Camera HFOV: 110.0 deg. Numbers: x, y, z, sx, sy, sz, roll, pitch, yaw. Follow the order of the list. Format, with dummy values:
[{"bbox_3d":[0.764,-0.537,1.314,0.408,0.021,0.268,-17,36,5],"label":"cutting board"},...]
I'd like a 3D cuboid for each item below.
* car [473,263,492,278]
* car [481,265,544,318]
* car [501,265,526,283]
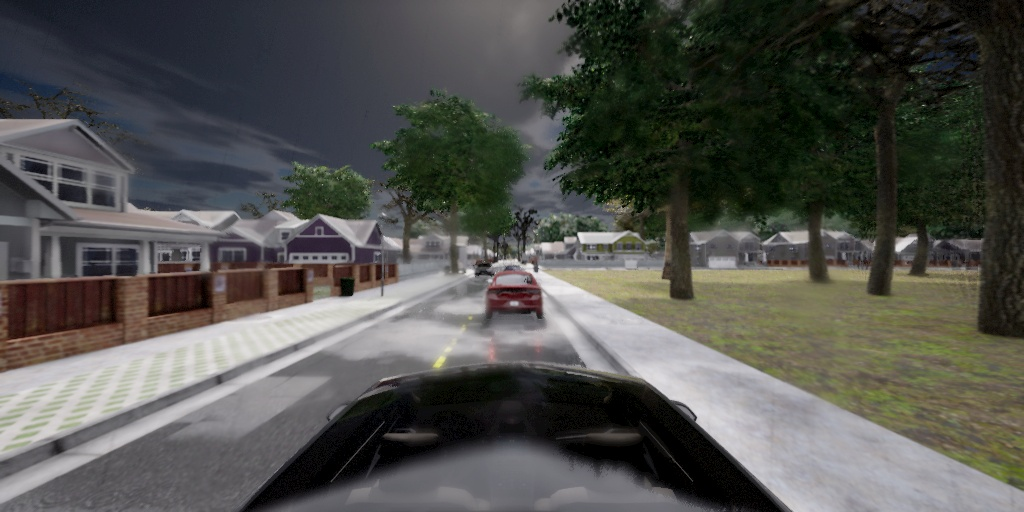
[{"bbox_3d":[-2.836,1.442,37.262,1.837,1.490,4.892,0,0,0],"label":"car"},{"bbox_3d":[0.092,1.289,13.340,1.882,1.535,5.008,0,0,0],"label":"car"},{"bbox_3d":[0.098,1.467,30.730,1.994,1.385,4.181,0,0,0],"label":"car"}]
